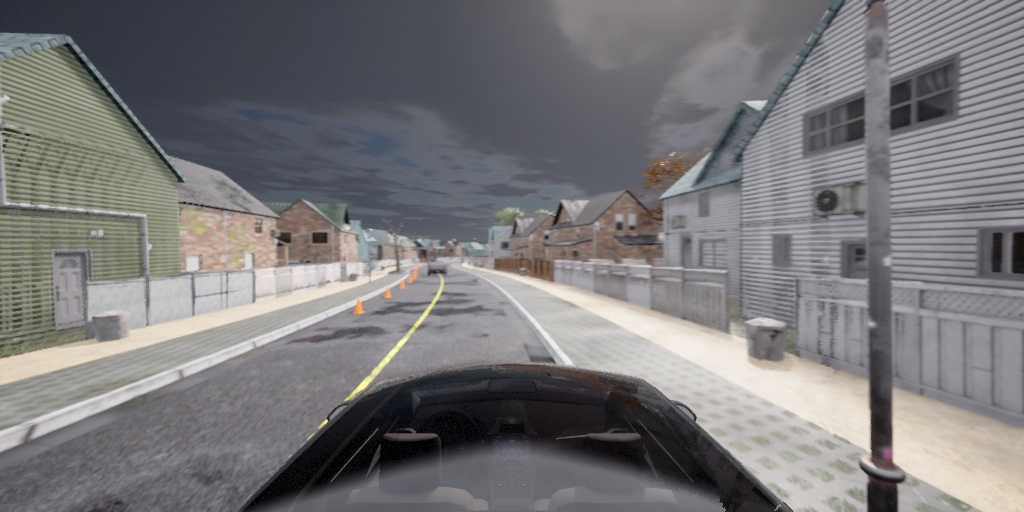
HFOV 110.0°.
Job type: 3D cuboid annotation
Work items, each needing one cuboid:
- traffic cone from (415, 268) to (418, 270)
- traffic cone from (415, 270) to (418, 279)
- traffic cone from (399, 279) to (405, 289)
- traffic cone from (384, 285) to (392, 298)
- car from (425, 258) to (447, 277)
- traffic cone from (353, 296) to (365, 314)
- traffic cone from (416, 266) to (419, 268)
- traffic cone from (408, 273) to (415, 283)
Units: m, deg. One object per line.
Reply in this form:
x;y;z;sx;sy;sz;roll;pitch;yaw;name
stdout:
-9.963;1.779;37.254;0.340;0.580;0.340;0;0;-14;traffic cone
-8.840;1.770;32.442;0.340;0.580;0.340;0;0;-12;traffic cone
-6.950;1.759;22.743;0.340;0.580;0.340;0;0;-10;traffic cone
-6.183;1.757;17.861;0.340;0.580;0.340;0;0;-8;traffic cone
-7.821;1.260;37.399;1.882;1.535;5.008;-1;0;-14;car
-5.537;1.758;12.963;0.340;0.580;0.340;0;0;-7;traffic cone
-11.204;1.791;42.037;0.340;0.580;0.340;0;0;-15;traffic cone
-7.836;1.763;27.603;0.340;0.580;0.340;0;0;-11;traffic cone
